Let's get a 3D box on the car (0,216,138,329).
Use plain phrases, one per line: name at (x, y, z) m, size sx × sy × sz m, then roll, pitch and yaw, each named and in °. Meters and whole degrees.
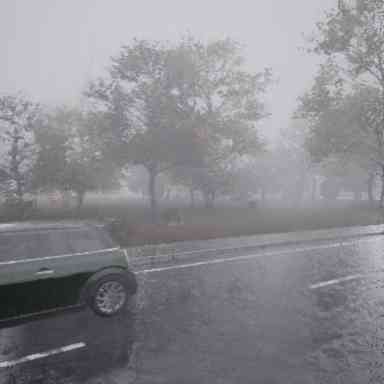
car at (-3.331, 1.333, 5.770) m, size 4.553 × 1.767 × 2.097 m, roll 0°, pitch 0°, yaw -35°
